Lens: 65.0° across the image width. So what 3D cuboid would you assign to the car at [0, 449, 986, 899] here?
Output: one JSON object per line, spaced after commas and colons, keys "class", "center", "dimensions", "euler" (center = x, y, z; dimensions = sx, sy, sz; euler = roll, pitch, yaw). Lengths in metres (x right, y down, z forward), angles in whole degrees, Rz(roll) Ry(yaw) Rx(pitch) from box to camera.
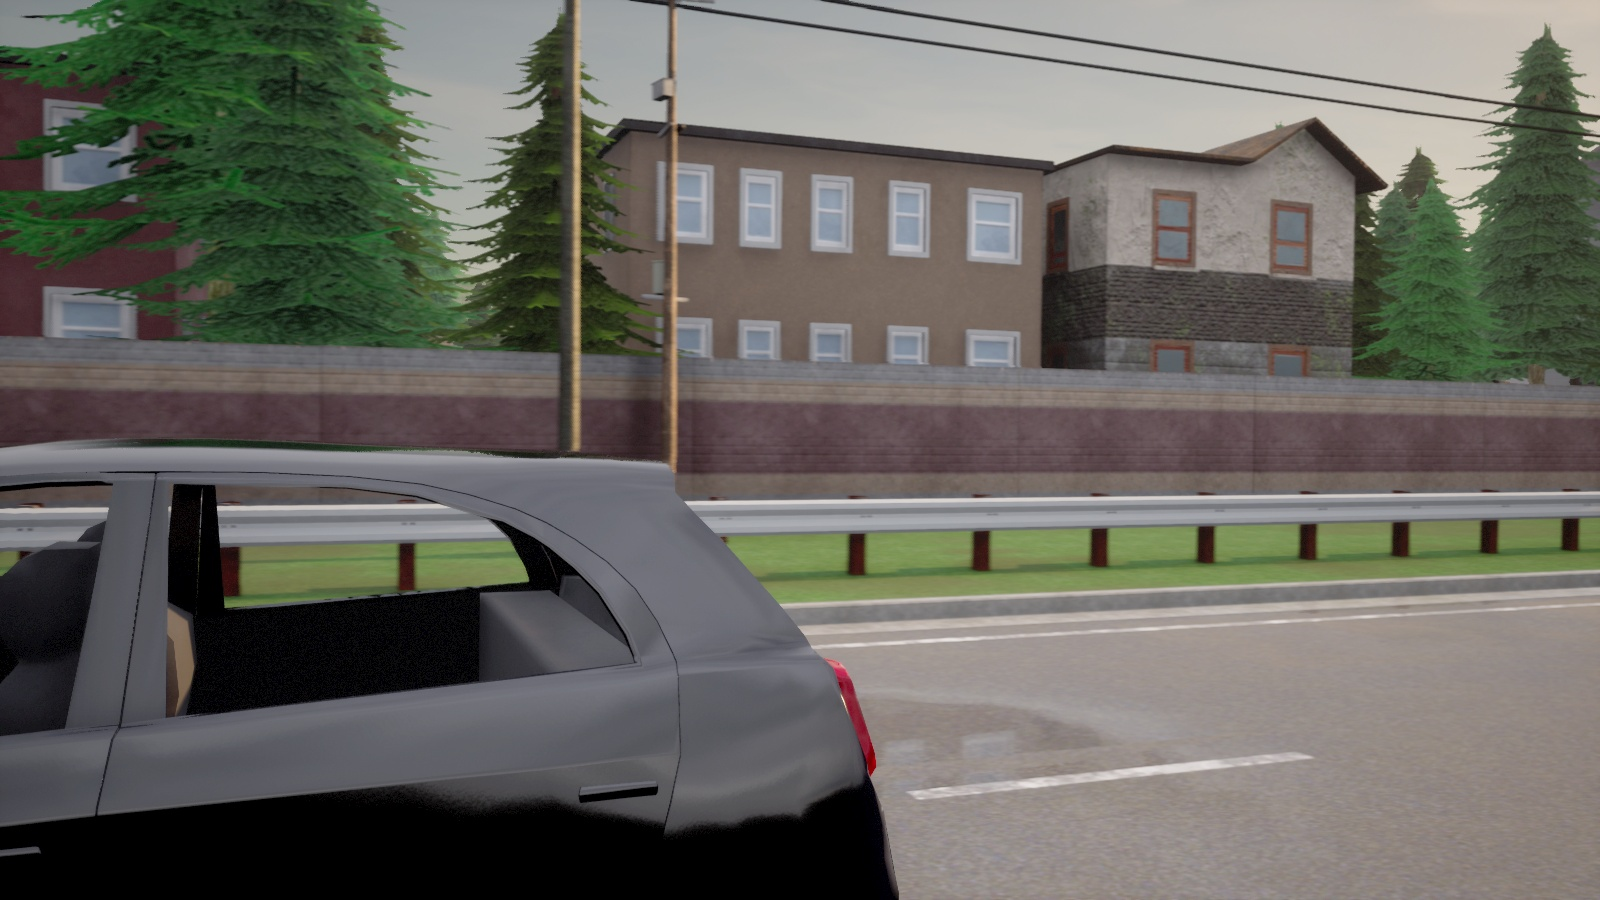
{"class": "car", "center": [-1.672, 0.788, 2.604], "dimensions": [3.633, 1.501, 1.845], "euler": [-1, 1, -21]}
